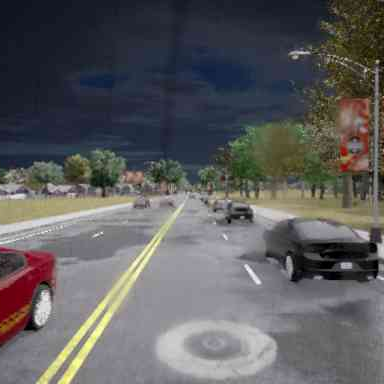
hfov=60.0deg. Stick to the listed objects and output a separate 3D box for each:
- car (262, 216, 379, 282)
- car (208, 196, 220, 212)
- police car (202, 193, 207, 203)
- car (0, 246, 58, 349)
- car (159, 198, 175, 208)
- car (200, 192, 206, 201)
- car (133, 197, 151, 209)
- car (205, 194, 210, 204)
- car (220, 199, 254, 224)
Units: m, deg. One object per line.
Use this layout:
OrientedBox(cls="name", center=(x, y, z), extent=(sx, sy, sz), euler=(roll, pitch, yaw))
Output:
OrientedBox(cls="car", center=(3.349, 1.444, 9.659), extent=(1.882, 1.535, 5.008), euler=(0, 0, 0))
OrientedBox(cls="car", center=(3.253, 1.466, 36.985), extent=(2.033, 1.411, 5.357), euler=(0, 0, 0))
OrientedBox(cls="police car", center=(3.255, 1.411, 58.989), extent=(2.038, 1.542, 4.974), euler=(0, 0, 0))
OrientedBox(cls="car", center=(-3.351, 1.462, 3.968), extent=(1.882, 1.535, 5.008), euler=(0, 0, 0))
OrientedBox(cls="car", center=(-3.330, 1.515, 45.477), extent=(1.895, 1.301, 4.718), euler=(0, 0, 0))
OrientedBox(cls="car", center=(3.256, 1.359, 70.179), extent=(1.801, 1.575, 5.366), euler=(0, 0, 0))
OrientedBox(cls="car", center=(-6.581, 1.420, 43.894), extent=(1.837, 1.490, 4.892), euler=(0, 0, 0))
OrientedBox(cls="car", center=(3.254, 1.368, 48.175), extent=(1.801, 1.575, 5.366), euler=(0, 0, 0))
OrientedBox(cls="car", center=(3.351, 1.437, 24.481), extent=(1.837, 1.490, 4.892), euler=(0, 0, 0))
